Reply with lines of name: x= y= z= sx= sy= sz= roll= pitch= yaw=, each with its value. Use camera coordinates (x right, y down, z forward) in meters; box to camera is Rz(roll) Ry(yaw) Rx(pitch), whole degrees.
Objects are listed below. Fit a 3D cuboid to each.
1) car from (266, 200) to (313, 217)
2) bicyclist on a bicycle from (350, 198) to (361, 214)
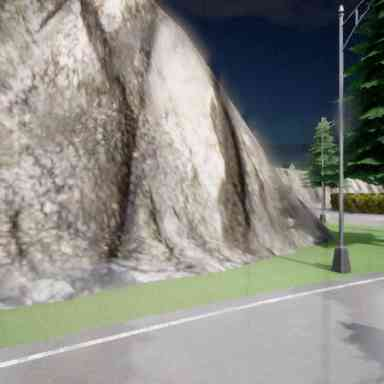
car: x=9.392 y=1.559 z=31.687 sx=1.994 sy=1.385 sz=4.181 roll=0 pitch=0 yaw=-26
bicyclist on a bicycle: x=16.381 y=1.447 z=33.343 sx=1.656 sy=1.620 sz=0.582 roll=0 pitch=0 yaw=-28
